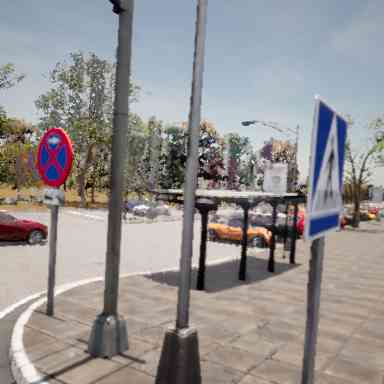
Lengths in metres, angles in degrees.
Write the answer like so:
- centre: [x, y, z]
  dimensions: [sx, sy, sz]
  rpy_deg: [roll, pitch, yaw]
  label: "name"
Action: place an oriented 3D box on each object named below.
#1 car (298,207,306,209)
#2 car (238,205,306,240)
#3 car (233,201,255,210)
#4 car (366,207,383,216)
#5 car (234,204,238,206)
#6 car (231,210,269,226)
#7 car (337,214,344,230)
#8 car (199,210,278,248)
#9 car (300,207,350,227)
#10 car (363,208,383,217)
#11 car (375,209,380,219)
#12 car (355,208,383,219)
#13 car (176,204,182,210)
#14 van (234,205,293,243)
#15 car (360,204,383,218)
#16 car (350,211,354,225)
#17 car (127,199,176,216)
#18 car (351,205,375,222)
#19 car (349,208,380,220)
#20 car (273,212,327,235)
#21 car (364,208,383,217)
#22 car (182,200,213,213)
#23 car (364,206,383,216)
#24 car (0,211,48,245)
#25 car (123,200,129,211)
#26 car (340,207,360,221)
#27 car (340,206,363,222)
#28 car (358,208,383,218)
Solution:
- centre: [8.458, 2.599, 29.154]
  dimensions: [5.566, 2.045, 2.435]
  rpy_deg: [6, 2, 16]
  label: "car"
- centre: [6.635, 2.507, 26.727]
  dimensions: [5.566, 2.045, 2.435]
  rpy_deg: [6, 2, 16]
  label: "car"
- centre: [9.277, 2.371, 59.219]
  dimensions: [1.895, 1.301, 4.718]
  rpy_deg: [6, 1, 36]
  label: "car"
- centre: [46.651, 4.940, 82.888]
  dimensions: [5.366, 1.575, 1.946]
  rpy_deg: [6, 2, 16]
  label: "car"
- centre: [8.631, 2.339, 53.228]
  dimensions: [1.837, 1.490, 4.892]
  rpy_deg: [6, 3, 36]
  label: "car"
- centre: [6.150, 2.654, 34.693]
  dimensions: [1.895, 1.301, 4.718]
  rpy_deg: [6, 2, 36]
  label: "car"
- centre: [12.098, 3.033, 33.993]
  dimensions: [5.366, 1.575, 1.946]
  rpy_deg: [6, 2, 16]
  label: "car"
- centre: [3.056, 2.456, 21.891]
  dimensions: [4.553, 1.767, 2.185]
  rpy_deg: [6, 2, 16]
  label: "car"
- centre: [13.720, 2.856, 36.468]
  dimensions: [5.566, 2.045, 2.435]
  rpy_deg: [6, 2, 16]
  label: "car"
- centre: [41.581, 4.732, 75.511]
  dimensions: [4.674, 1.452, 2.002]
  rpy_deg: [6, 2, 16]
  label: "car"
- centre: [27.810, 3.860, 55.948]
  dimensions: [5.366, 1.575, 1.946]
  rpy_deg: [6, 1, 16]
  label: "car"
- centre: [36.346, 4.378, 68.198]
  dimensions: [5.008, 1.535, 2.097]
  rpy_deg: [6, 1, 16]
  label: "car"
- centre: [-0.027, 1.839, 46.289]
  dimensions: [2.033, 1.411, 5.357]
  rpy_deg: [6, 2, 36]
  label: "car"
- centre: [4.774, 2.437, 24.325]
  dimensions: [4.442, 1.987, 1.878]
  rpy_deg: [6, 2, 16]
  label: "van"
- centre: [31.114, 3.801, 60.869]
  dimensions: [5.566, 2.045, 2.435]
  rpy_deg: [6, 2, 16]
  label: "car"
- centre: [17.166, 3.279, 41.353]
  dimensions: [4.892, 1.521, 2.231]
  rpy_deg: [6, 2, 16]
  label: "car"
- centre: [-4.222, 1.725, 35.411]
  dimensions: [1.812, 1.442, 4.674]
  rpy_deg: [5, 2, 35]
  label: "car"
- centre: [24.195, 3.397, 51.109]
  dimensions: [5.566, 2.045, 2.435]
  rpy_deg: [6, 1, 16]
  label: "car"
- centre: [32.832, 4.186, 63.318]
  dimensions: [4.792, 1.488, 2.163]
  rpy_deg: [6, 2, 16]
  label: "car"
- centre: [10.159, 2.972, 31.609]
  dimensions: [4.674, 1.452, 2.002]
  rpy_deg: [6, 2, 16]
  label: "car"
- centre: [43.360, 4.816, 77.956]
  dimensions: [4.792, 1.488, 2.163]
  rpy_deg: [6, 1, 16]
  label: "car"
- centre: [1.247, 1.821, 42.916]
  dimensions: [2.097, 1.767, 4.553]
  rpy_deg: [6, 2, 36]
  label: "car"
- centre: [45.130, 4.628, 80.386]
  dimensions: [5.566, 2.045, 2.435]
  rpy_deg: [6, 2, 16]
  label: "car"
- centre: [-8.841, 1.488, 14.547]
  dimensions: [1.882, 1.535, 5.008]
  rpy_deg: [4, -2, 38]
  label: "car"
- centre: [-6.371, 1.505, 37.504]
  dimensions: [1.812, 1.442, 4.674]
  rpy_deg: [6, 2, 36]
  label: "car"
- centre: [18.949, 3.244, 43.782]
  dimensions: [4.553, 1.767, 2.185]
  rpy_deg: [6, 2, 16]
  label: "car"
- centre: [20.634, 3.328, 46.245]
  dimensions: [4.553, 1.767, 2.185]
  rpy_deg: [6, 1, 16]
  label: "car"
- centre: [38.094, 4.525, 70.633]
  dimensions: [4.674, 1.452, 2.002]
  rpy_deg: [6, 2, 16]
  label: "car"
